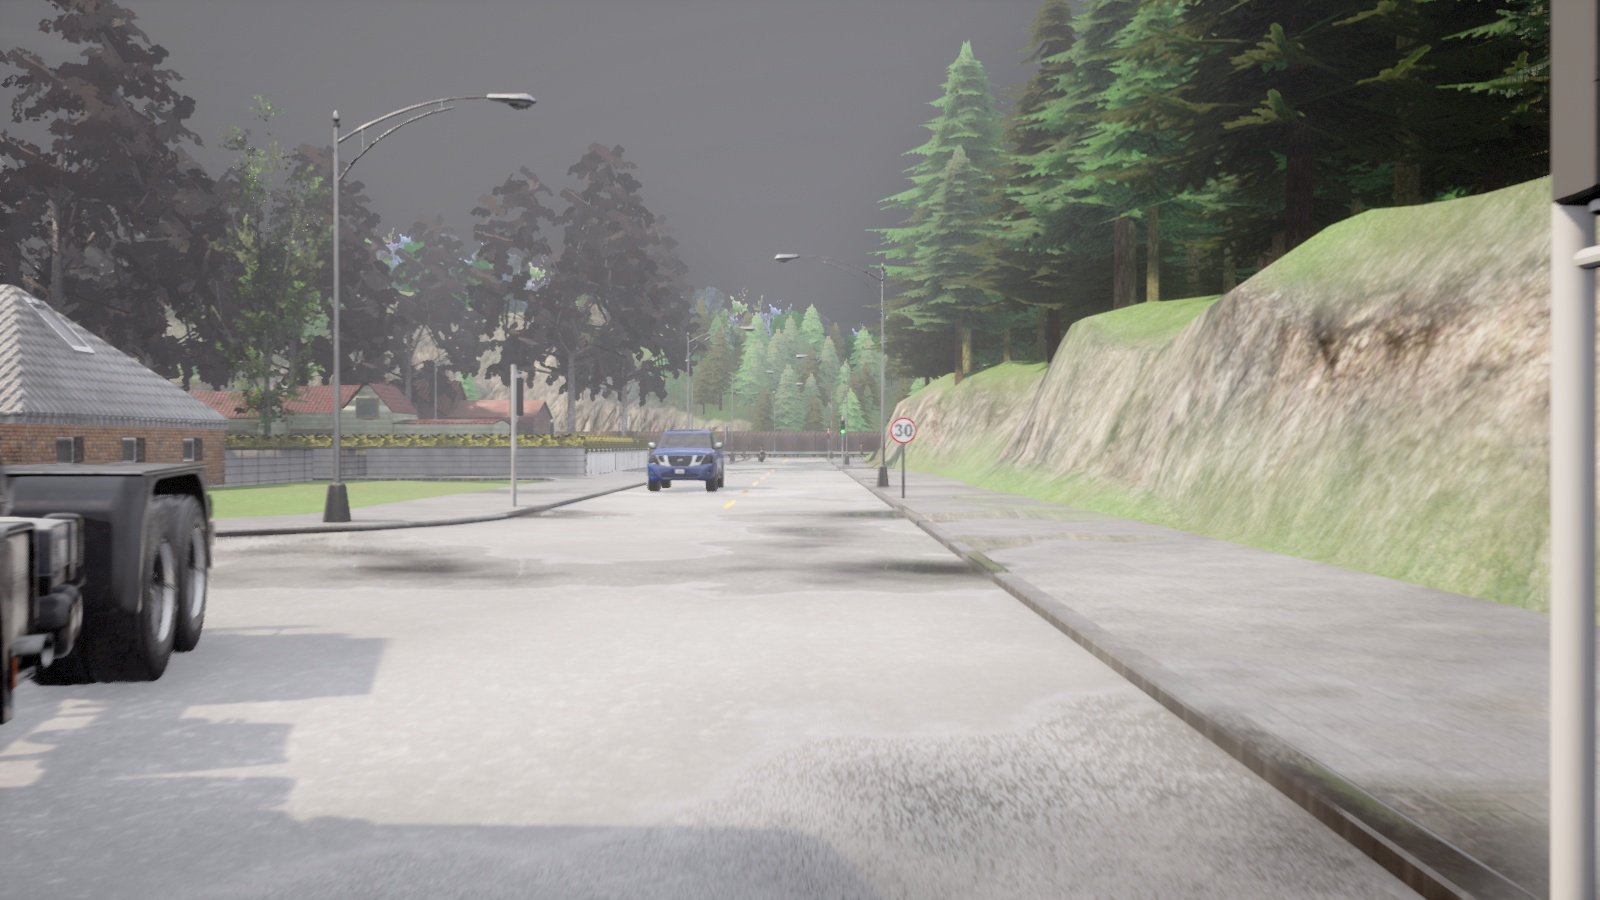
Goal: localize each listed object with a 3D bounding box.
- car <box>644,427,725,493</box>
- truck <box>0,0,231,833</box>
[{"bbox_3d":[-3.747,0.304,41.832,2.150,2.045,5.566,0,0,0],"label":"car"},{"bbox_3d":[-4.928,-0.287,6.039,2.891,3.462,7.936,1,1,-16],"label":"truck"}]
